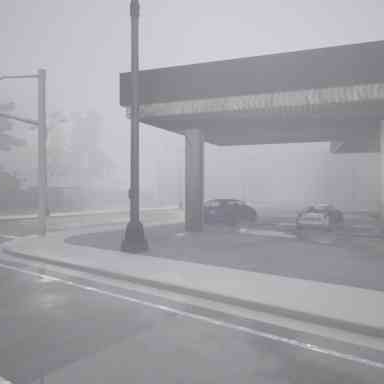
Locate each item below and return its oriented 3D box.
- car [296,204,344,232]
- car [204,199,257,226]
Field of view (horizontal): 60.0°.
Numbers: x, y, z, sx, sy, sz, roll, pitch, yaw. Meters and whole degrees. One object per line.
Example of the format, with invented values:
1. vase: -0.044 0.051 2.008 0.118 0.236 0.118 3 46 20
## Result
1. car: 7.698 1.456 19.805 1.970 1.475 3.806 0 0 37
2. car: 2.624 1.295 22.607 2.242 1.667 4.611 0 0 37
